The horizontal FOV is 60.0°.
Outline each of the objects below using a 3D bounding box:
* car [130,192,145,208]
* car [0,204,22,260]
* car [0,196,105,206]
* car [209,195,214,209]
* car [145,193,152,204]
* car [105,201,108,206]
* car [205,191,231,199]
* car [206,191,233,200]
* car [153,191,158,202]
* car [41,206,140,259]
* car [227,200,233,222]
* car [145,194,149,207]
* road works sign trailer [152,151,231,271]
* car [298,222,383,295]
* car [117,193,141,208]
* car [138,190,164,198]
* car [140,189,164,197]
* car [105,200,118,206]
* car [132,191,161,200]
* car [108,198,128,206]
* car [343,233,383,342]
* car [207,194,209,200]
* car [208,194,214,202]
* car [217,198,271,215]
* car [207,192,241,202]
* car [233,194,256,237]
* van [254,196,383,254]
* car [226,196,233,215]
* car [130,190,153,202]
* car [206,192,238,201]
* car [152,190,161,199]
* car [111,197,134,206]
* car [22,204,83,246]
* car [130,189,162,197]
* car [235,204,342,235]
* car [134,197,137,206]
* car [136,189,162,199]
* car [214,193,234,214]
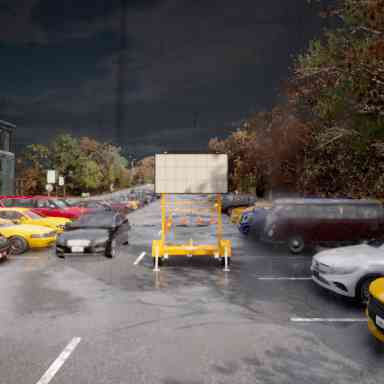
[{"bbox_3d":[-8.071,1.204,37.821,4.553,1.767,2.185,0,1,0],"label":"car"},{"bbox_3d":[-8.088,1.356,10.096,4.553,1.767,2.185,0,0,0],"label":"car"},{"bbox_3d":[-8.041,1.230,18.321,5.566,2.045,2.435,0,0,0],"label":"car"},{"bbox_3d":[4.797,1.369,35.236,5.366,1.575,1.946,0,1,0],"label":"car"},{"bbox_3d":[-8.140,1.241,43.397,4.792,1.488,2.163,0,1,0],"label":"car"},{"bbox_3d":[-8.077,1.521,21.104,4.674,1.452,2.002,0,0,0],"label":"car"},{"bbox_3d":[4.939,0.533,63.112,4.674,1.452,2.002,0,3,0],"label":"car"},{"bbox_3d":[4.970,0.660,60.203,4.792,1.488,2.163,0,3,0],"label":"car"},{"bbox_3d":[-8.154,0.999,51.764,4.792,1.488,2.163,0,2,0],"label":"car"},{"bbox_3d":[-3.525,1.493,12.690,2.128,1.511,4.902,0,0,0],"label":"car"},{"bbox_3d":[5.000,1.480,21.291,5.008,1.535,2.097,0,0,0],"label":"car"},{"bbox_3d":[-8.077,1.304,40.610,4.792,1.488,2.163,0,1,0],"label":"car"},{"bbox_3d":[-0.018,0.466,10.893,2.380,3.560,2.880,0,0,0],"label":"road works sign trailer"},{"bbox_3d":[5.031,1.522,7.243,4.674,1.452,2.002,0,0,0],"label":"car"},{"bbox_3d":[-8.066,1.250,35.041,4.553,1.767,2.185,0,1,0],"label":"car"},{"bbox_3d":[-8.118,0.394,65.679,4.792,1.488,2.163,0,3,0],"label":"car"},{"bbox_3d":[-8.181,0.255,68.459,4.792,1.488,2.163,0,3,0],"label":"car"},{"bbox_3d":[-8.108,1.505,23.890,4.792,1.488,2.163,0,0,0],"label":"car"},{"bbox_3d":[-8.144,0.633,60.119,5.008,1.535,2.097,0,2,0],"label":"car"},{"bbox_3d":[-8.089,1.463,26.677,5.008,1.535,2.097,0,0,0],"label":"car"},{"bbox_3d":[5.038,1.481,4.458,5.008,1.535,2.097,0,0,0],"label":"car"},{"bbox_3d":[4.959,1.134,46.386,5.008,1.535,2.097,0,2,0],"label":"car"},{"bbox_3d":[4.963,1.211,43.469,4.892,1.521,2.231,0,2,0],"label":"car"},{"bbox_3d":[4.992,1.410,32.447,5.008,1.535,2.097,0,1,0],"label":"car"},{"bbox_3d":[5.136,0.863,54.619,5.366,1.575,1.946,0,2,0],"label":"car"},{"bbox_3d":[4.986,1.230,15.598,5.566,2.045,2.435,0,0,0],"label":"car"},{"bbox_3d":[4.903,1.255,12.812,4.442,1.987,1.878,0,0,0],"label":"van"},{"bbox_3d":[5.032,1.349,24.076,4.553,1.767,2.185,0,0,0],"label":"car"},{"bbox_3d":[-8.147,1.014,46.180,4.553,1.767,2.185,0,2,0],"label":"car"},{"bbox_3d":[5.132,0.750,57.412,5.366,1.575,1.946,0,2,0],"label":"car"},{"bbox_3d":[-8.135,0.869,54.540,4.892,1.521,2.231,0,2,0],"label":"car"},{"bbox_3d":[-8.094,1.442,29.466,5.008,1.535,2.097,0,1,0],"label":"car"},{"bbox_3d":[-8.071,1.481,15.538,5.008,1.535,2.097,0,0,0],"label":"car"},{"bbox_3d":[-8.105,0.504,57.317,5.566,2.045,2.435,0,2,0],"label":"car"},{"bbox_3d":[5.195,1.478,18.383,5.366,1.575,1.946,0,0,0],"label":"car"},{"bbox_3d":[-8.090,1.453,32.256,4.674,1.452,2.002,0,0,0],"label":"car"},{"bbox_3d":[-8.112,0.377,62.889,4.553,1.767,2.185,0,3,0],"label":"car"},{"bbox_3d":[5.020,1.189,29.656,5.566,2.045,2.435,0,1,0],"label":"car"}]
